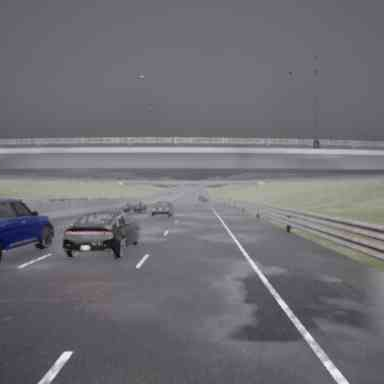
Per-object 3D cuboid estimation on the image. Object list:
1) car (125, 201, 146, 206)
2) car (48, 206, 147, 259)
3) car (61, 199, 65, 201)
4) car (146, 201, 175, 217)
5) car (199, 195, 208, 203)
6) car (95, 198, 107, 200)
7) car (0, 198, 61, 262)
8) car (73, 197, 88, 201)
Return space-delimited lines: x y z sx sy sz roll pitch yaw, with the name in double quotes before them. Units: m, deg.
"car" -6.055 1.632 36.005 1.895 1.301 4.718 0 0 2
"car" -3.186 1.482 12.542 2.128 1.511 4.902 0 0 1
"car" -23.112 1.767 57.016 1.994 1.385 4.181 0 -1 2
"car" -2.682 1.561 31.399 2.033 1.411 5.357 0 0 2
"car" 3.728 2.303 95.292 1.837 1.490 4.892 0 -1 2
"car" -16.060 1.728 58.710 2.128 1.511 4.902 0 -1 2
"car" -6.726 1.208 11.152 2.150 2.045 5.566 0 0 1
"car" -19.560 1.733 58.551 1.837 1.490 4.892 0 -1 2
